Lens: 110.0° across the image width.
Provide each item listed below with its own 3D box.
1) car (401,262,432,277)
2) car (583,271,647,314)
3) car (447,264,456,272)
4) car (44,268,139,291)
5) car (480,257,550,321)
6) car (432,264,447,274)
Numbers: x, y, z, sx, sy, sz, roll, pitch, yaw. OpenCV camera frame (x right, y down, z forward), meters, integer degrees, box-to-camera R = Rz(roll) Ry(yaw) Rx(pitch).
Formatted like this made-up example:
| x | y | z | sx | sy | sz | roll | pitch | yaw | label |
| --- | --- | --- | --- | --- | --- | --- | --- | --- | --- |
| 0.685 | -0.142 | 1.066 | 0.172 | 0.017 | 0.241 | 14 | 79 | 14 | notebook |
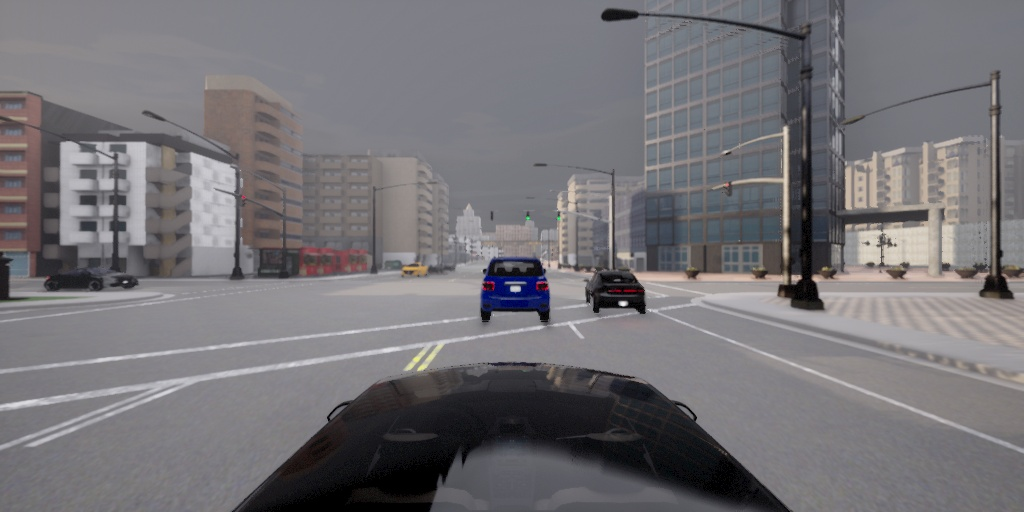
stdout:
| x | y | z | sx | sy | sz | roll | pitch | yaw | label |
| --- | --- | --- | --- | --- | --- | --- | --- | --- | --- |
| -10.568 | 1.469 | 39.231 | 1.882 | 1.535 | 5.008 | 0 | -1 | 0 | car |
| 4.034 | 1.330 | 14.384 | 1.837 | 1.490 | 4.892 | 0 | 0 | 8 | car |
| -10.508 | 1.898 | 58.826 | 1.895 | 1.301 | 4.718 | 0 | -1 | 0 | car |
| -25.637 | 1.405 | 21.962 | 4.181 | 1.385 | 1.994 | 0 | 0 | 1 | car |
| 0.097 | 1.041 | 12.874 | 2.150 | 2.045 | 5.566 | 0 | 0 | 0 | car |
| -10.563 | 1.728 | 48.660 | 1.895 | 1.301 | 4.718 | 0 | -1 | 0 | car |
